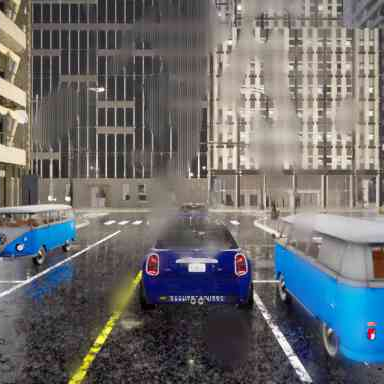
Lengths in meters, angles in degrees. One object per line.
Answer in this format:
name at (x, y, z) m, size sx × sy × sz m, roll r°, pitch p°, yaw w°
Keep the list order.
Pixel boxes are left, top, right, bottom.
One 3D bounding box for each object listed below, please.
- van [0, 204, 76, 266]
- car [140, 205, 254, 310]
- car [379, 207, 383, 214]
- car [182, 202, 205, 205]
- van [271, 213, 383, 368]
van at (-5.333, 1.345, 11.283) m, size 1.690 × 1.788 × 3.998 m, roll 0°, pitch 0°, yaw 0°
car at (0.085, 1.354, 7.988) m, size 2.097 × 1.767 × 4.553 m, roll 0°, pitch 0°, yaw 0°
car at (18.984, 1.490, 29.035) m, size 4.829 × 1.417 × 1.752 m, roll 0°, pitch 0°, yaw 0°
car at (0.088, 1.359, 18.015) m, size 2.097 × 1.767 × 4.553 m, roll 0°, pitch 0°, yaw 0°
van at (2.559, 1.343, 5.615) m, size 1.690 × 1.788 × 3.998 m, roll 0°, pitch 0°, yaw 0°
